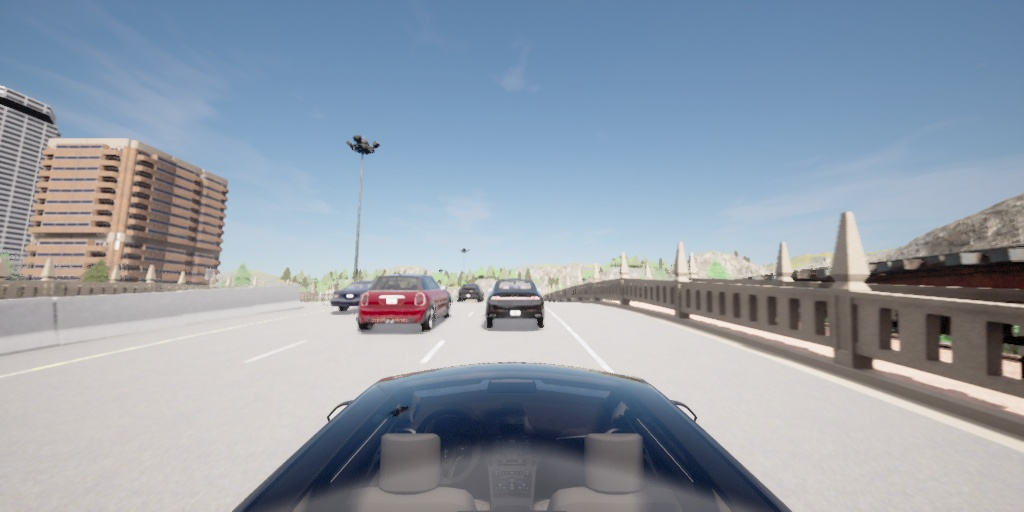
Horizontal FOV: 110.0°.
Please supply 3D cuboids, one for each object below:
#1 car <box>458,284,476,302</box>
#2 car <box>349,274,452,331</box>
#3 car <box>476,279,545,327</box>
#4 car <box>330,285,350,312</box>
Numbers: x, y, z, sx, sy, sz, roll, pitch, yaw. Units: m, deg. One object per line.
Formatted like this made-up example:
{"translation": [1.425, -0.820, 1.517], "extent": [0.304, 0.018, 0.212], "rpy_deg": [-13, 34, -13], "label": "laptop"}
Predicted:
{"translation": [-3.398, 3.150, 30.365], "extent": [1.837, 1.490, 4.892], "rpy_deg": [0, -7, 0], "label": "car"}
{"translation": [-3.399, 1.400, 12.249], "extent": [2.097, 1.767, 4.553], "rpy_deg": [0, -3, 0], "label": "car"}
{"translation": [0.101, 1.571, 12.849], "extent": [2.128, 1.511, 4.902], "rpy_deg": [0, -3, 0], "label": "car"}
{"translation": [-6.899, 1.936, 17.763], "extent": [2.033, 1.411, 5.357], "rpy_deg": [0, -4, 0], "label": "car"}
